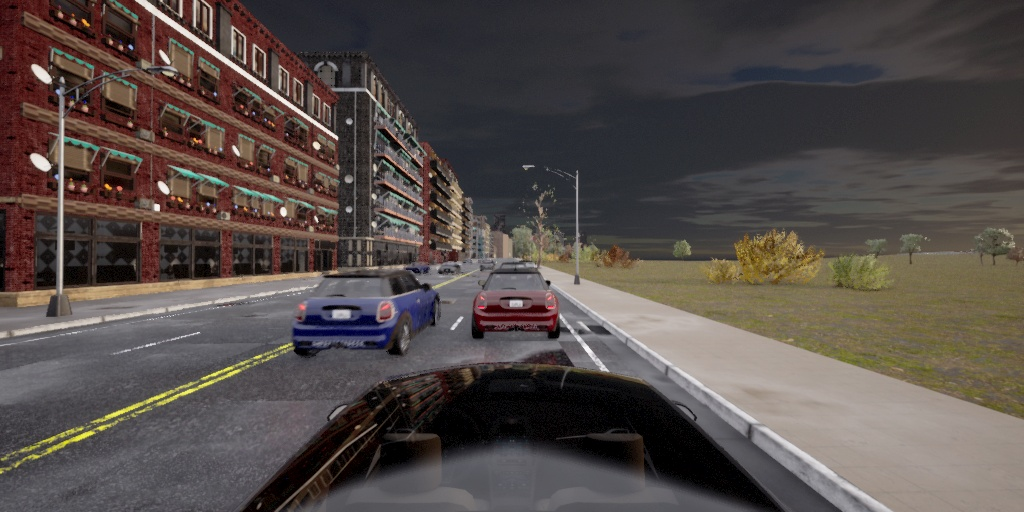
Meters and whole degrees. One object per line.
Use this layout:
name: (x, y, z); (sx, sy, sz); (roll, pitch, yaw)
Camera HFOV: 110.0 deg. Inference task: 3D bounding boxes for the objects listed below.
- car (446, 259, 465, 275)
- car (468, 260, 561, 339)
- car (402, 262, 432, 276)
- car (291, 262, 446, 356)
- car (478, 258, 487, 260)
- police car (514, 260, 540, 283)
car: (-6.645, 1.316, 38.639); (1.994, 1.385, 4.181); (0, 0, 0)
car: (0.083, 1.103, 10.260); (2.097, 1.767, 4.553); (0, 0, 0)
car: (-9.893, 1.353, 37.574); (1.895, 1.301, 4.718); (0, 0, 0)
car: (-3.160, 1.103, 8.759); (2.097, 1.767, 4.553); (0, 0, 0)
car: (-3.205, 1.241, 48.222); (2.128, 1.511, 4.902); (0, 0, 0)
police car: (1.104, 1.178, 29.527); (1.930, 1.638, 5.238); (0, 0, 0)
